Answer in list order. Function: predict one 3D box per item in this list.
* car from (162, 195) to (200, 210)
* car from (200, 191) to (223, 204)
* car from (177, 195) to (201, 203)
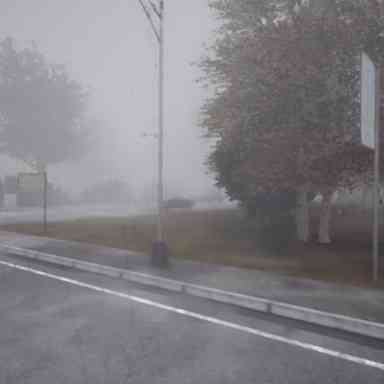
[{"bbox_3d":[-1.629,1.263,39.052,1.882,1.535,5.008,1,1,38],"label":"car"},{"bbox_3d":[3.188,0.875,56.993,2.150,2.045,5.566,1,0,36],"label":"car"},{"bbox_3d":[-0.457,1.196,57.971,1.994,1.385,4.181,1,1,37],"label":"car"}]
